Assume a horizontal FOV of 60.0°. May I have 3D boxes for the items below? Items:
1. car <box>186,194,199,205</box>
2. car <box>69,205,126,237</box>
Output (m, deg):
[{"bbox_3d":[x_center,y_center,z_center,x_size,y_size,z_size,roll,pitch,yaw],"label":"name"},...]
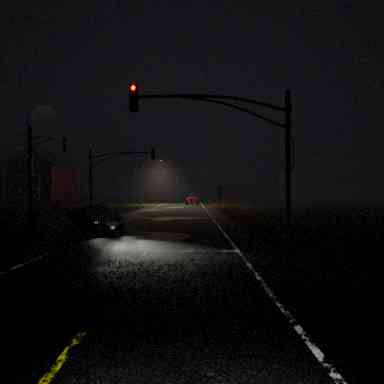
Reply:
[{"bbox_3d":[0.090,1.297,59.439,2.097,1.767,4.553,0,0,0],"label":"car"},{"bbox_3d":[-5.330,1.484,18.438,2.128,1.511,4.902,0,0,-36],"label":"car"}]
